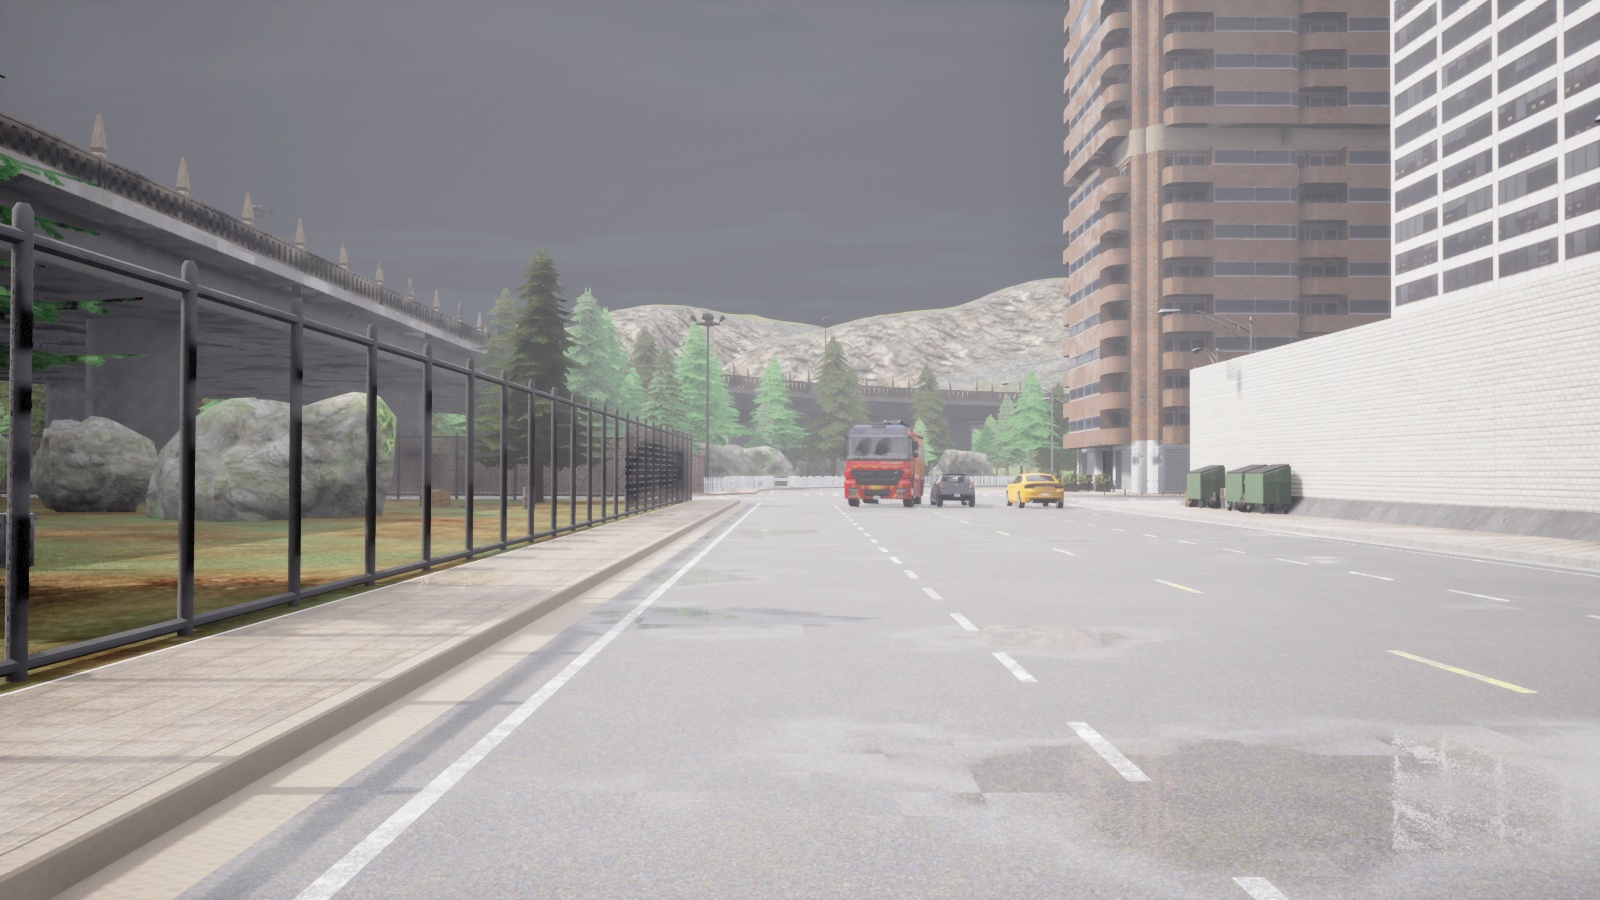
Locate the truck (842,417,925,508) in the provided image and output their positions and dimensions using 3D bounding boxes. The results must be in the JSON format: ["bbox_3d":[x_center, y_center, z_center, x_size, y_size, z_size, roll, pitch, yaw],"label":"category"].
[{"bbox_3d":[3.928,0.584,57.012,2.891,3.827,8.468,0,-1,10],"label":"truck"}]

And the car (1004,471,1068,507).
[{"bbox_3d":[10.344,1.679,55.419,1.882,1.535,5.008,0,-1,0],"label":"car"}]

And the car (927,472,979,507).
[{"bbox_3d":[6.842,1.748,56.477,1.845,1.501,3.633,0,-1,0],"label":"car"}]
